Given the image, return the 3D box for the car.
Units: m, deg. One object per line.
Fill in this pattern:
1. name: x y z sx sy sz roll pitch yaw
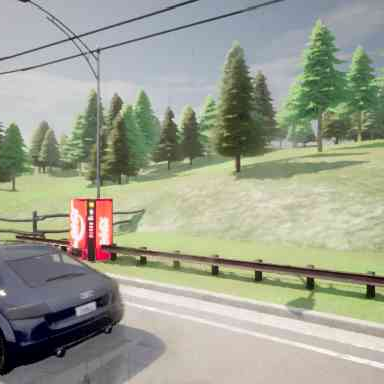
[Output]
1. car: -3.154 1.565 5.591 4.181 1.385 1.994 0 0 31

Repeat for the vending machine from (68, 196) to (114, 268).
1. vending machine: -3.180 1.195 10.516 0.880 2.100 1.100 0 0 30
